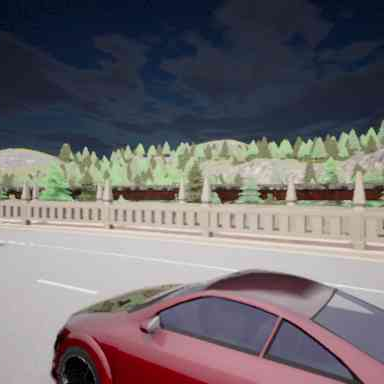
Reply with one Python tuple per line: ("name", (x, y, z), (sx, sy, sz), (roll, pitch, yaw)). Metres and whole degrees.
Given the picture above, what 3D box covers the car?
("car", (0.448, 1.549, 3.434), (4.181, 1.385, 1.994), (0, 0, 34))
